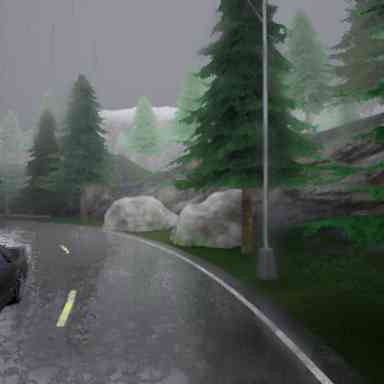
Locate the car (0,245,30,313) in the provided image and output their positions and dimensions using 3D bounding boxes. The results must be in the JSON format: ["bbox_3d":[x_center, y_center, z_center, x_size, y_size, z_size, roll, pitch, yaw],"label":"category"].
[{"bbox_3d":[-4.106,1.584,5.358,2.033,1.411,5.357,0,0,-13],"label":"car"}]
